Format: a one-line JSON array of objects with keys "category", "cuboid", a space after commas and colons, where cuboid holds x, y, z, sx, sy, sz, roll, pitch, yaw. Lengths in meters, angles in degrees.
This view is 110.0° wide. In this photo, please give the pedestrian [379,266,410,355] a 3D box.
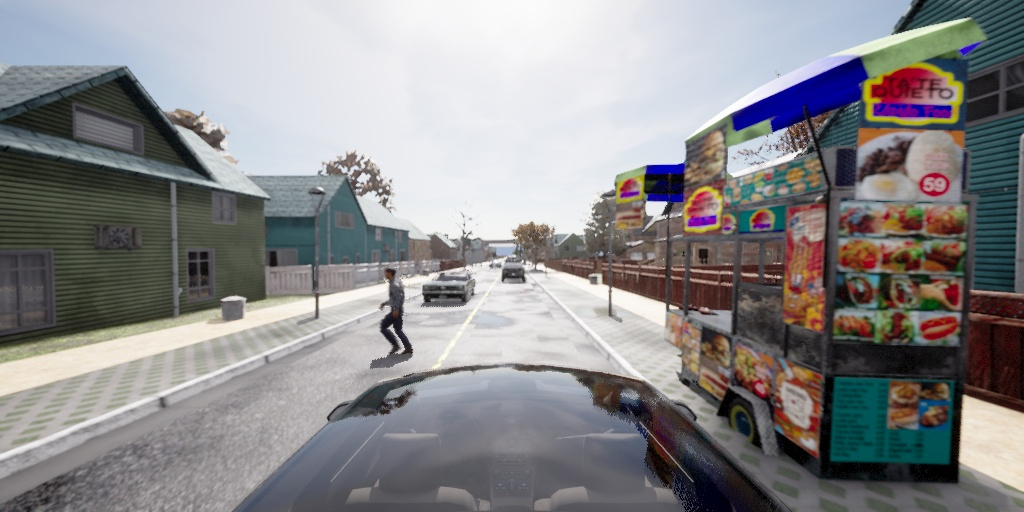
[{"category": "pedestrian", "cuboid": [-2.335, 1.056, 7.130, 0.375, 1.860, 0.375, -2, 2, -5]}]

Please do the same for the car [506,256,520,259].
[{"category": "car", "cuboid": [0.127, 1.083, 45.424, 2.150, 2.045, 5.566, 0, 0, 0]}]

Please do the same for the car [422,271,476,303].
[{"category": "car", "cuboid": [-2.838, 1.386, 17.027, 1.895, 1.301, 4.718, 0, 0, 0]}]

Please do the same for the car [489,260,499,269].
[{"category": "car", "cuboid": [-2.762, 1.395, 59.999, 2.128, 1.511, 4.902, 0, 0, 0]}]

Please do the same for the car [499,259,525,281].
[{"category": "car", "cuboid": [0.115, 1.300, 30.733, 1.882, 1.535, 5.008, 0, 0, 0]}]

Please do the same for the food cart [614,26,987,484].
[{"category": "food cart", "cuboid": [3.012, 0.222, 4.786, 2.280, 3.560, 4.660, 0, 0, 0]}]
